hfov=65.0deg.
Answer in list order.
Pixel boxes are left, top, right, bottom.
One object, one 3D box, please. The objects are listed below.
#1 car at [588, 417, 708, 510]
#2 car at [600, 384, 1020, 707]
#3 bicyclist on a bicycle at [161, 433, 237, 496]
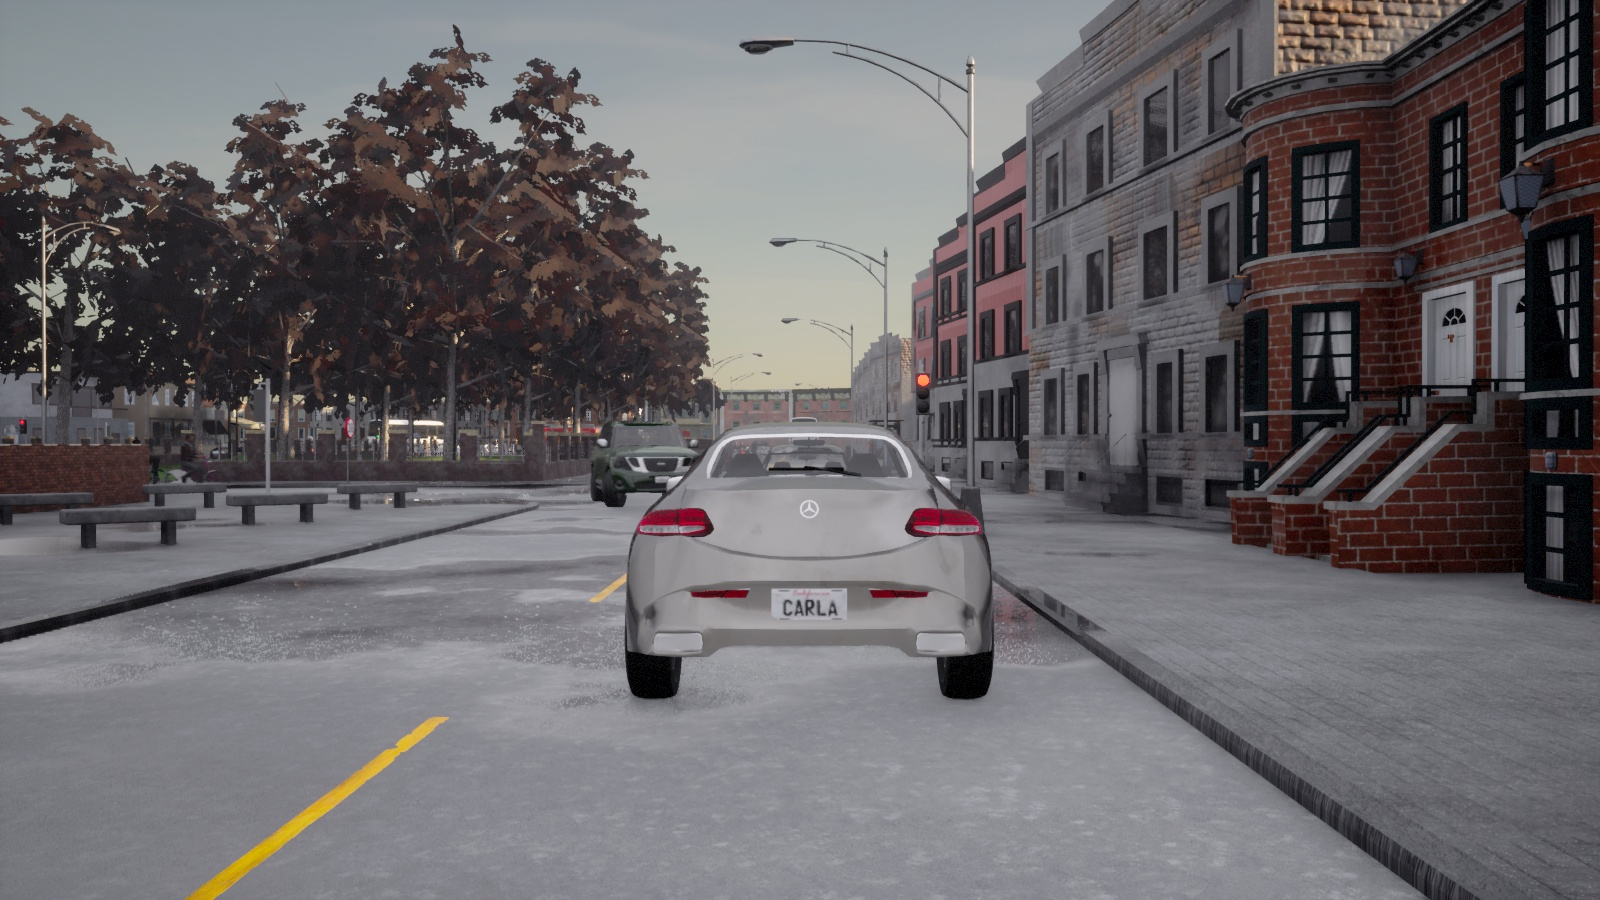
[{"bbox_3d":[-3.812,0.289,30.592,2.150,2.045,5.566,0,0,-15],"label":"car"},{"bbox_3d":[0.064,0.475,8.950,2.152,1.651,5.027,0,0,0],"label":"car"},{"bbox_3d":[-17.200,0.400,35.971,1.843,1.776,0.659,0,0,0],"label":"bicyclist on a bicycle"}]
